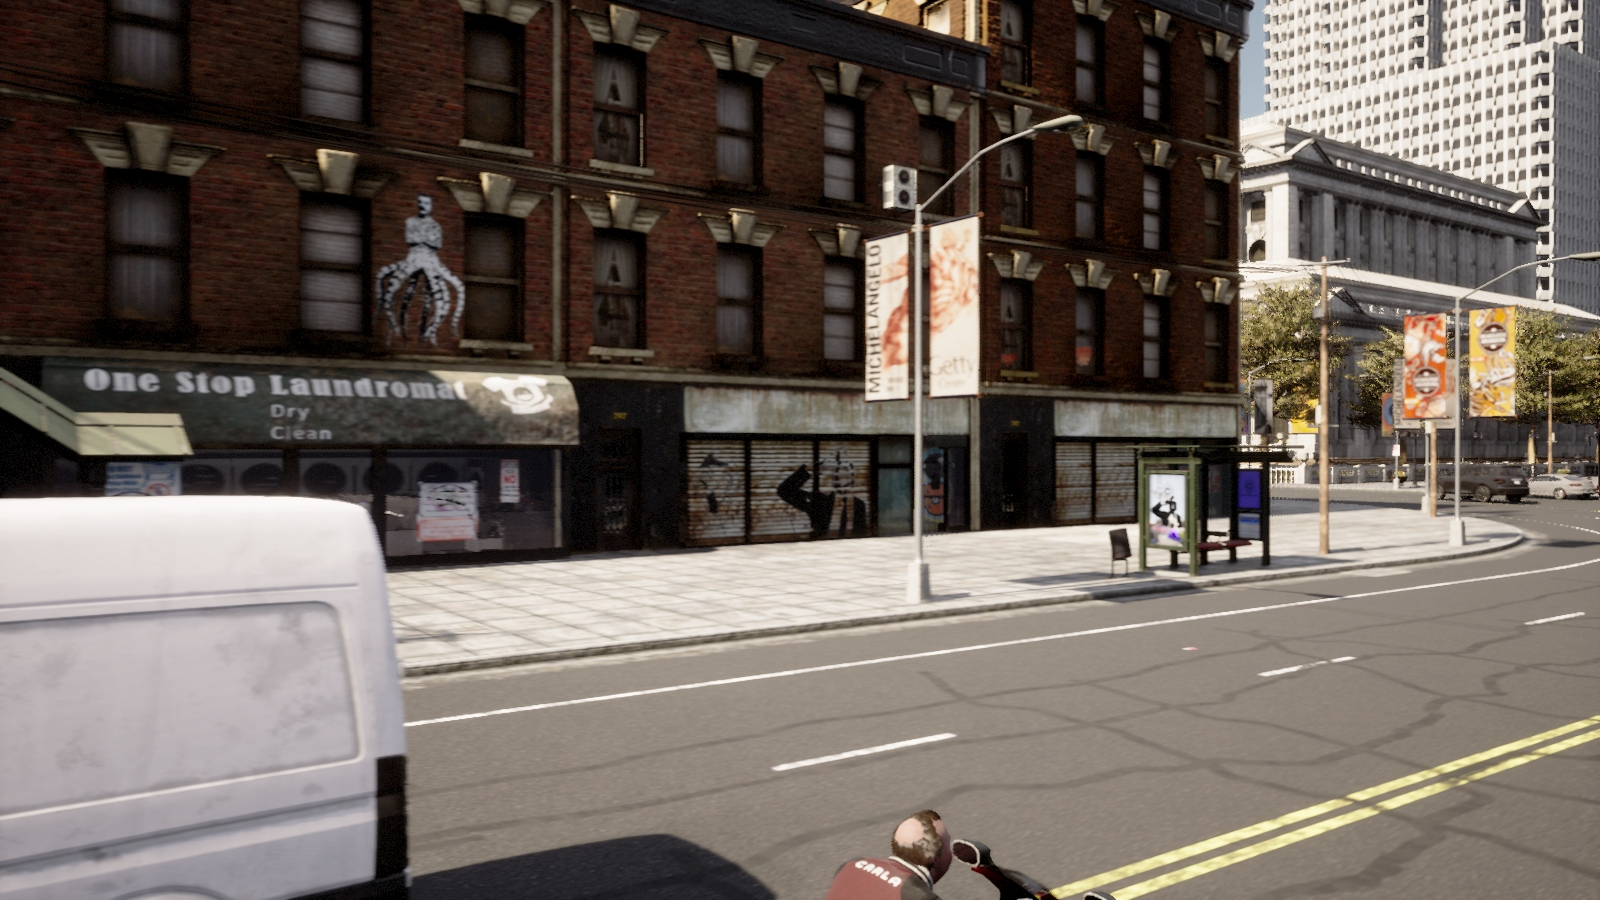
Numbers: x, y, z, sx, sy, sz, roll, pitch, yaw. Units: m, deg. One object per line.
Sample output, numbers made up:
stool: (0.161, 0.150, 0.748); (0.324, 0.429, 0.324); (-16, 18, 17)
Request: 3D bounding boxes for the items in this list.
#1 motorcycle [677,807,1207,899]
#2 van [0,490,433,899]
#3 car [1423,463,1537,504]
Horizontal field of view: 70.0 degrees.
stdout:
motorcycle: (0.392, 2.205, 4.059); (2.209, 1.251, 0.867); (0, 0, -35)
van: (-4.786, 1.534, 4.702); (5.915, 2.561, 1.988); (0, 0, -35)
car: (36.753, 1.779, 61.980); (2.150, 2.045, 5.566); (0, 0, -11)
